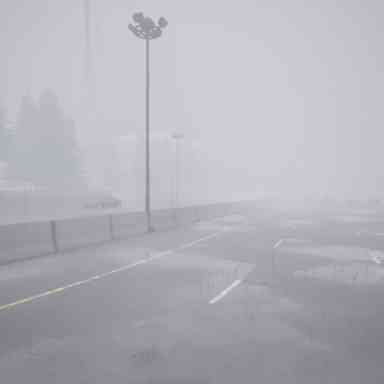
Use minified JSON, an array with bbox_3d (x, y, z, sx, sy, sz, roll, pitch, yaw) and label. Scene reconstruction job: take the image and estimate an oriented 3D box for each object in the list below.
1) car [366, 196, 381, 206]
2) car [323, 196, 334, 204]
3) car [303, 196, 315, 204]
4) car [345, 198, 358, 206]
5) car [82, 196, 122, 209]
[{"bbox_3d":[30.403,1.505,55.736,1.837,1.490,4.892,0,0,23],"label":"car"},{"bbox_3d":[26.639,1.478,64.923,1.882,1.535,5.008,0,0,23],"label":"car"},{"bbox_3d":[22.673,1.505,64.494,1.837,1.490,4.892,0,0,23],"label":"car"},{"bbox_3d":[26.143,1.601,54.618,1.895,1.301,4.718,0,0,22],"label":"car"},{"bbox_3d":[-9.070,1.132,33.838,1.882,1.535,5.008,0,0,22],"label":"car"}]
